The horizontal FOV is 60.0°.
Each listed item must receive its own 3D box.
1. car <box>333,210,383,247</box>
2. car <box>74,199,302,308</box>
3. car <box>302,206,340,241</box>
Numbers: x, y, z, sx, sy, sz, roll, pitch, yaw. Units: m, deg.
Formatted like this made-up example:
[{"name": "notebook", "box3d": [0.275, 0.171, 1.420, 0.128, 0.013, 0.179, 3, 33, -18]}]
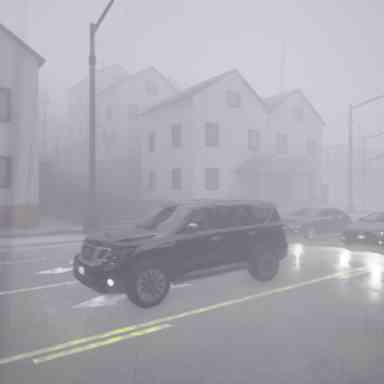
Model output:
[{"name": "car", "box3d": [8.196, 1.561, 14.042, 4.181, 1.385, 1.994, 0, 0, -35]}, {"name": "car", "box3d": [0.034, 1.220, 8.294, 5.566, 2.045, 2.150, 0, 0, -35]}, {"name": "car", "box3d": [6.204, 1.504, 16.908, 4.892, 1.490, 1.837, 1, 0, -35]}]
